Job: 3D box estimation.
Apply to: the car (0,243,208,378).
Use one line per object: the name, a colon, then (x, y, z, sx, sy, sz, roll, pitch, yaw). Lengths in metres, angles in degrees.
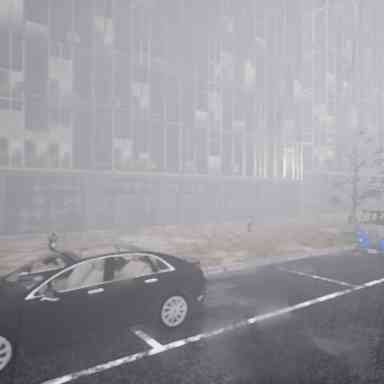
car: (-1.760, 1.559, 5.305, 4.403, 1.369, 2.008, 0, 0, -36)

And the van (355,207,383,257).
van: (7.503, 1.398, 11.925, 3.998, 1.788, 1.690, 0, 0, -36)
